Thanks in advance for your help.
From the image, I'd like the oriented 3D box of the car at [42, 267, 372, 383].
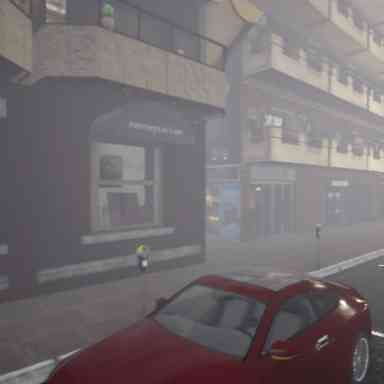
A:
[{"bbox_3d":[0.549,1.578,3.616,4.206,1.307,1.802,0,-1,-43],"label":"car"}]
